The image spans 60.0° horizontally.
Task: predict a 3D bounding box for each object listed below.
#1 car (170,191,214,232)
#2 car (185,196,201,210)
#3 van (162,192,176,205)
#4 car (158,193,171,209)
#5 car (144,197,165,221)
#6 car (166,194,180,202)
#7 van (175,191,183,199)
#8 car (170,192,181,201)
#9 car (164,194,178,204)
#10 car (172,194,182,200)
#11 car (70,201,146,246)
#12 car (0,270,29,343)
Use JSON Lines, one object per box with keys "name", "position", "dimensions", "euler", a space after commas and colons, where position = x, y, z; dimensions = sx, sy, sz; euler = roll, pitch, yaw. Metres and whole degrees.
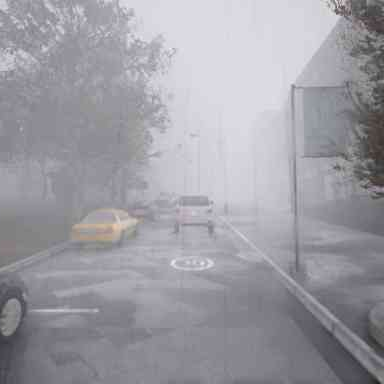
{"name": "car", "position": [0.095, 1.139, 19.660], "dimensions": [2.150, 2.045, 5.566], "euler": [0, 0, 0]}
{"name": "car", "position": [0.098, 1.311, 41.135], "dimensions": [1.837, 1.490, 4.892], "euler": [0, 0, 0]}
{"name": "van", "position": [-3.651, 0.993, 53.788], "dimensions": [1.878, 1.987, 4.442], "euler": [0, 0, 2]}
{"name": "car", "position": [-3.654, 1.278, 42.526], "dimensions": [2.097, 1.535, 5.008], "euler": [0, 0, 2]}
{"name": "car", "position": [-3.653, 1.396, 25.848], "dimensions": [2.163, 1.488, 4.792], "euler": [0, 0, 2]}
{"name": "car", "position": [-3.656, 1.165, 64.807], "dimensions": [2.097, 1.535, 5.008], "euler": [0, 0, 2]}
{"name": "van", "position": [-3.653, 0.816, 92.781], "dimensions": [1.878, 1.987, 4.442], "euler": [0, 0, 2]}
{"name": "car", "position": [-3.657, 0.990, 75.921], "dimensions": [2.185, 1.767, 4.553], "euler": [0, 0, 2]}
{"name": "car", "position": [-3.648, 1.187, 59.427], "dimensions": [1.946, 1.575, 5.366], "euler": [0, 0, 2]}
{"name": "car", "position": [-3.656, 1.131, 81.521], "dimensions": [2.002, 1.452, 4.674], "euler": [0, 0, 2]}
{"name": "car", "position": [-3.646, 1.416, 14.862], "dimensions": [1.946, 1.575, 5.366], "euler": [0, 0, 2]}
{"name": "car", "position": [-3.653, 1.467, 3.528], "dimensions": [2.231, 1.521, 4.892], "euler": [0, 0, 2]}
